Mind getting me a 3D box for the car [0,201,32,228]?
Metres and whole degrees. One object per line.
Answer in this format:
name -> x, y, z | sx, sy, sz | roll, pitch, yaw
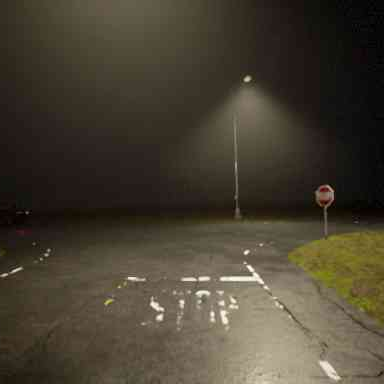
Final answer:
car -> -15.451, 1.776, 25.820 | 5.566, 2.045, 2.150 | -1, -3, 0
